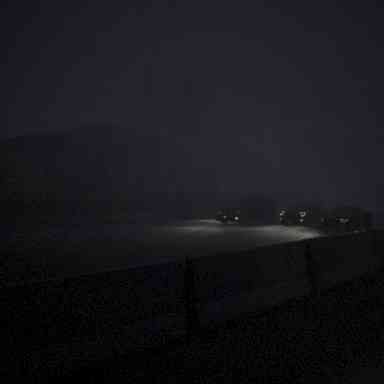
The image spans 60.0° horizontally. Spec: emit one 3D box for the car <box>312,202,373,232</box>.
[{"bbox_3d":[10.003,1.641,21.468,5.008,1.535,1.882,1,-1,-44],"label":"car"}]

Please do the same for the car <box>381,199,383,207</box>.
[{"bbox_3d":[34.319,1.905,58.598,1.837,1.490,4.892,0,0,29],"label":"car"}]

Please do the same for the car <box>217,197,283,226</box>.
[{"bbox_3d":[4.364,1.411,25.745,5.566,2.045,2.150,0,0,-43],"label":"car"}]

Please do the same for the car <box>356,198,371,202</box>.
[{"bbox_3d":[29.420,1.777,57.053,2.097,1.767,4.553,0,-1,31],"label":"car"}]

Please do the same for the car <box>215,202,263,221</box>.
[{"bbox_3d":[4.392,1.732,30.636,4.892,1.490,1.837,0,0,-45],"label":"car"}]

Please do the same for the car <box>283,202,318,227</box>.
[{"bbox_3d":[8.427,1.539,24.814,4.553,1.767,2.097,1,-1,-44],"label":"car"}]

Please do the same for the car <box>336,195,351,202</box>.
[{"bbox_3d":[28.946,1.510,63.422,2.150,2.045,5.566,0,0,29],"label":"car"}]
